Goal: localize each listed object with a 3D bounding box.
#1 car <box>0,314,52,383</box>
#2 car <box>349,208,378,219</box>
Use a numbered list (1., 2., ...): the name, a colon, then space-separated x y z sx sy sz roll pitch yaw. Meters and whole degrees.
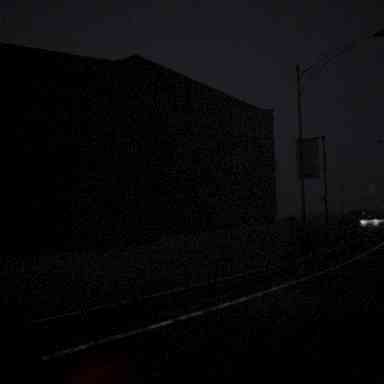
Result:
1. car: -3.546 1.560 1.607 5.357 1.411 2.033 0 0 -34
2. car: 21.214 2.637 41.233 1.895 1.301 4.718 -3 -3 8
